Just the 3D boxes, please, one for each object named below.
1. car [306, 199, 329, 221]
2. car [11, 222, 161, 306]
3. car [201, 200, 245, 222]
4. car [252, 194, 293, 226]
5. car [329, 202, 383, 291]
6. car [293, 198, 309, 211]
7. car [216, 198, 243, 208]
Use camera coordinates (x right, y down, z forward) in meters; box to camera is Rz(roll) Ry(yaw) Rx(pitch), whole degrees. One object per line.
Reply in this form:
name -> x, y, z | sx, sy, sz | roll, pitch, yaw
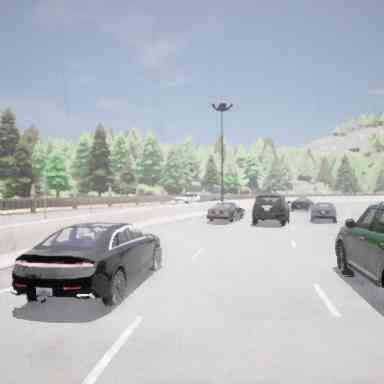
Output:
car -> 10.386, 1.515, 26.081 | 2.033, 1.411, 5.357 | 0, 0, 23
car -> -2.110, 1.473, 8.037 | 2.128, 1.511, 4.902 | 0, 0, 9
car -> 2.680, 1.505, 25.638 | 2.033, 1.411, 5.357 | 0, 0, 21
car -> 5.667, 1.187, 23.551 | 2.150, 2.045, 5.566 | 0, 0, 20
car -> 4.764, 1.215, 7.053 | 2.150, 2.045, 5.566 | 0, 0, 10
car -> 12.959, 1.426, 38.644 | 1.882, 1.535, 5.008 | 0, 0, 30
car -> 5.351, 1.525, 46.817 | 1.895, 1.301, 4.718 | 0, 0, 33
